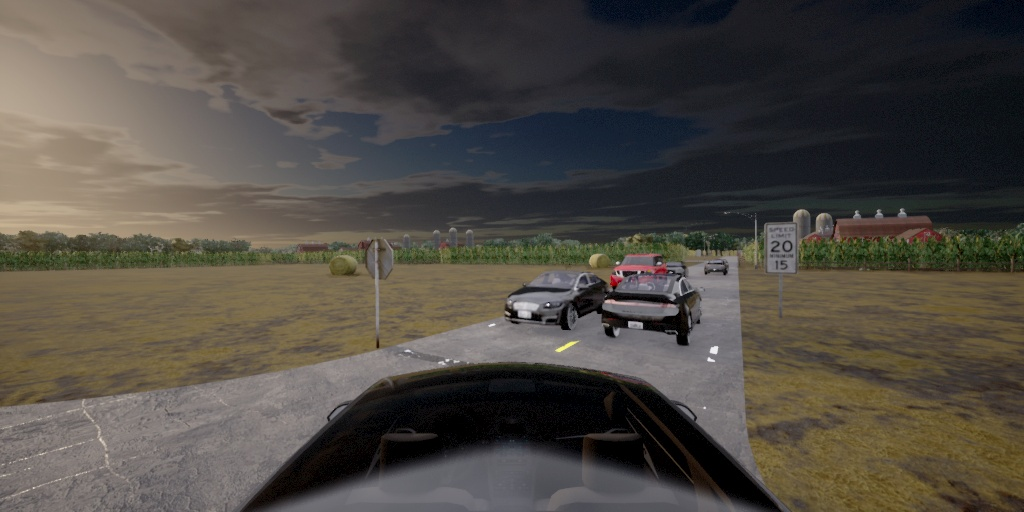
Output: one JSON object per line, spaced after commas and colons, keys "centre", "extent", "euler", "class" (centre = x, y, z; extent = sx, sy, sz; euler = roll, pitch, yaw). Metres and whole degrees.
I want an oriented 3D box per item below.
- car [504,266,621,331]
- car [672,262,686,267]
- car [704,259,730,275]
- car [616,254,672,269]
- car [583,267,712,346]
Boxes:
{"centre": [1.592, 1.208, 11.161], "extent": [2.128, 1.511, 4.902], "euler": [0, 0, 31], "class": "car"}
{"centre": [13.924, 1.178, 30.842], "extent": [1.994, 1.385, 4.181], "euler": [0, 0, 33], "class": "car"}
{"centre": [20.325, 1.074, 35.627], "extent": [2.128, 1.511, 4.902], "euler": [0, 0, 33], "class": "car"}
{"centre": [7.397, 0.890, 20.490], "extent": [2.150, 2.045, 5.566], "euler": [0, 0, 32], "class": "car"}
{"centre": [3.851, 1.212, 9.488], "extent": [2.128, 1.511, 4.902], "euler": [0, 0, 32], "class": "car"}
